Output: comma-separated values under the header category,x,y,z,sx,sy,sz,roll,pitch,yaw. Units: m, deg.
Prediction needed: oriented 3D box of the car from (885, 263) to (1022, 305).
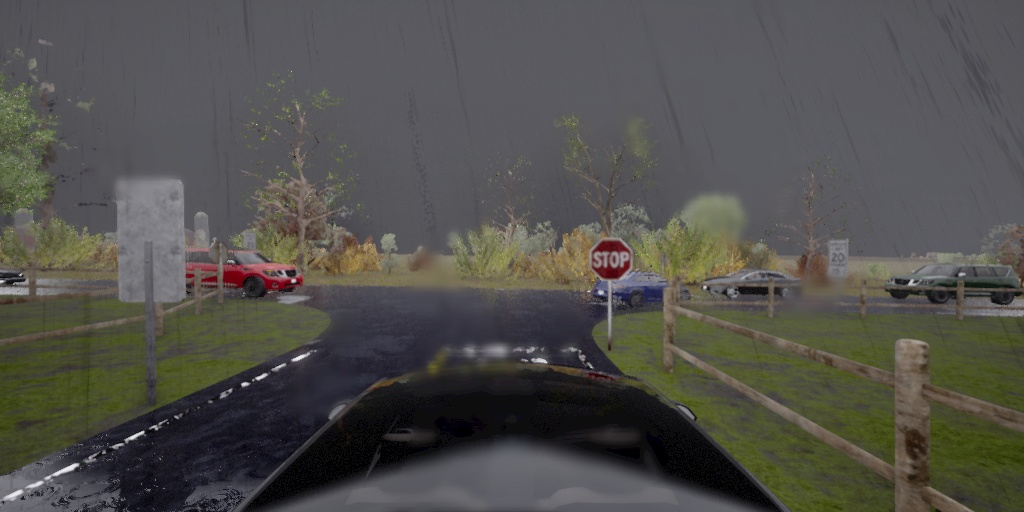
category,x,y,z,sx,sy,sz,roll,pitch,yaw
car,23.535,1.426,19.224,5.566,2.045,2.150,1,1,0

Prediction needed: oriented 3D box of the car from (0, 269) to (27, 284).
category,x,y,z,sx,sy,sz,roll,pitch,yaw
car,-25.836,0.737,16.326,5.357,1.411,2.033,1,1,0

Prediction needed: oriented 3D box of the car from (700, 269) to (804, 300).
category,x,y,z,sx,sy,sz,roll,pitch,yaw
car,12.800,1.468,19.235,4.902,1.511,2.128,1,1,0

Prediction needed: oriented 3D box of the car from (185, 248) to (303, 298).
category,x,y,z,sx,sy,sz,roll,pitch,yaw
car,-12.542,0.702,16.190,5.566,2.045,2.150,1,1,3

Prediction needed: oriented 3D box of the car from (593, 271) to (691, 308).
category,x,y,z,sx,sy,sz,roll,pitch,yaw
car,5.681,1.377,15.587,4.674,1.442,1.812,2,0,-27
